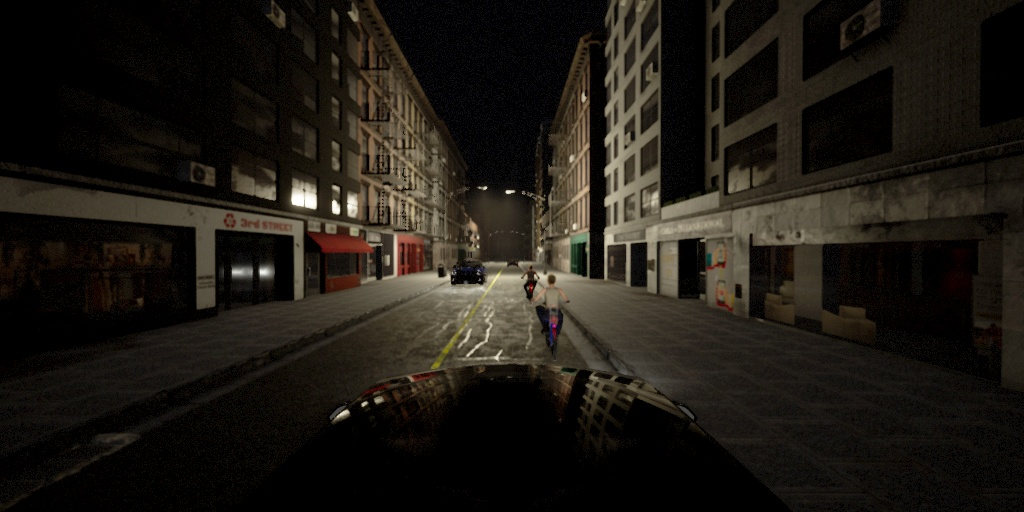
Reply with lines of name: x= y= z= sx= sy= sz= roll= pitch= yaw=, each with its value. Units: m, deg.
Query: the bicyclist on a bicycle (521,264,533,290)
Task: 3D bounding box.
bicyclist on a bicycle: x=0.770 y=1.142 z=14.878 sx=0.866 sy=1.612 sz=1.509 roll=0 pitch=0 yaw=0

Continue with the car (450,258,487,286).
car: x=-2.839 y=1.027 z=24.368 sx=2.097 sy=1.767 sz=4.553 roll=0 pitch=0 yaw=0

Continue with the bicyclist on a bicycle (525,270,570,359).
bicyclist on a bicycle: x=0.793 y=1.167 z=7.328 sx=0.866 sy=1.612 sz=1.509 roll=0 pitch=-1 yaw=-1

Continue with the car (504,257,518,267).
car: x=0.127 y=1.181 z=61.272 sx=1.895 sy=1.301 sz=4.718 roll=0 pitch=0 yaw=0
